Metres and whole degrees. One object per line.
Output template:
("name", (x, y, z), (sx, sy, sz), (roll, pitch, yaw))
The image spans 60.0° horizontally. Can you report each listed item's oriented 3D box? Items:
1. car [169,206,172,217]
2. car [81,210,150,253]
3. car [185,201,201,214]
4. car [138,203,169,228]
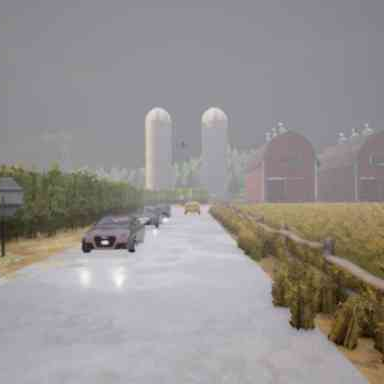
("car", (-3.139, 1.908, 35.012), (2.033, 1.411, 5.357), (0, 0, 0))
("car", (-3.190, 1.685, 14.187), (1.994, 1.385, 4.181), (0, -1, 0))
("car", (0.106, 1.866, 41.512), (1.882, 1.535, 5.008), (0, 0, 2))
("car", (-3.180, 1.748, 24.543), (2.128, 1.511, 4.902), (0, -1, 0))
